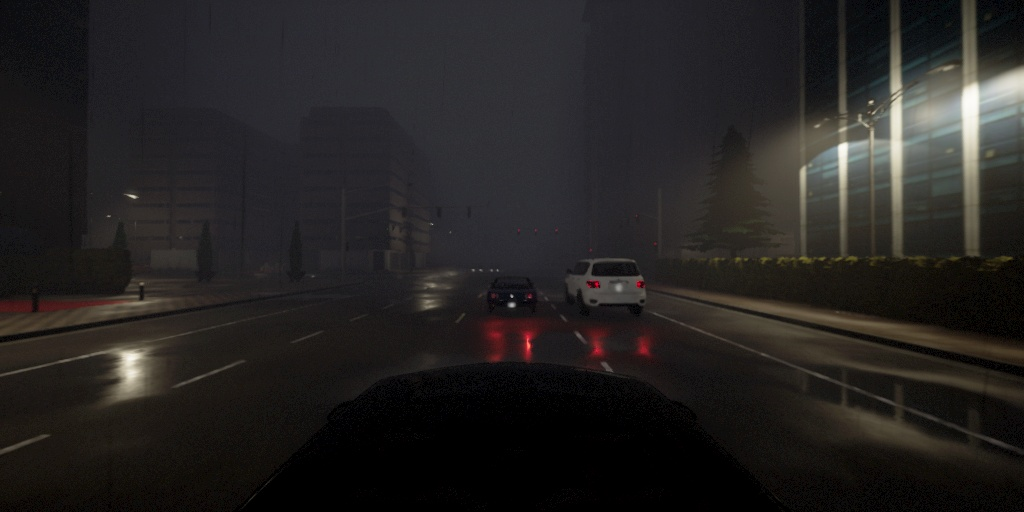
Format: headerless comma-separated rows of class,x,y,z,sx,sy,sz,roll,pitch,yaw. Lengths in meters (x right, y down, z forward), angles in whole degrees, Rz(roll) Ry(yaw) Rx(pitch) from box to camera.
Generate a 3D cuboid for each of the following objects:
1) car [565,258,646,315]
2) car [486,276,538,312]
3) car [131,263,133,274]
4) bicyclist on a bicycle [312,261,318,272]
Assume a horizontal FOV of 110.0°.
car,3.508,1.111,14.408,2.150,2.045,5.566,0,0,0
car,0.014,1.494,15.079,1.895,1.301,4.718,0,-1,0
car,-46.867,1.384,40.329,5.566,2.045,2.150,0,-1,1
bicyclist on a bicycle,-28.633,1.590,52.101,0.582,1.620,1.656,0,0,1
